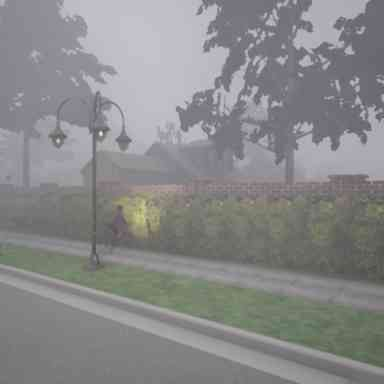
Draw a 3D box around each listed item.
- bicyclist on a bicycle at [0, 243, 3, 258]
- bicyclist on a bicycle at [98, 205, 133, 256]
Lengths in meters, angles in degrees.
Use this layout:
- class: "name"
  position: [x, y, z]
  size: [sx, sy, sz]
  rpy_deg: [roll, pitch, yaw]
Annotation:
- class: "bicyclist on a bicycle"
  position: [-6.607, 1.395, 10.188]
  size: [1.656, 1.620, 0.582]
  rpy_deg: [-8, -2, 5]
- class: "bicyclist on a bicycle"
  position: [-2.574, 1.287, 11.353]
  size: [0.582, 1.620, 1.656]
  rpy_deg: [0, 1, 31]
